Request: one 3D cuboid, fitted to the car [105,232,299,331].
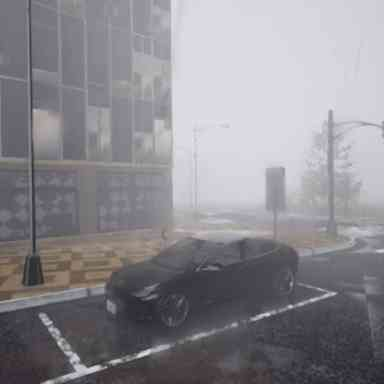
[{"bbox_3d":[0.415,1.558,6.866,4.313,1.339,1.947,0,-1,-36],"label":"car"}]
